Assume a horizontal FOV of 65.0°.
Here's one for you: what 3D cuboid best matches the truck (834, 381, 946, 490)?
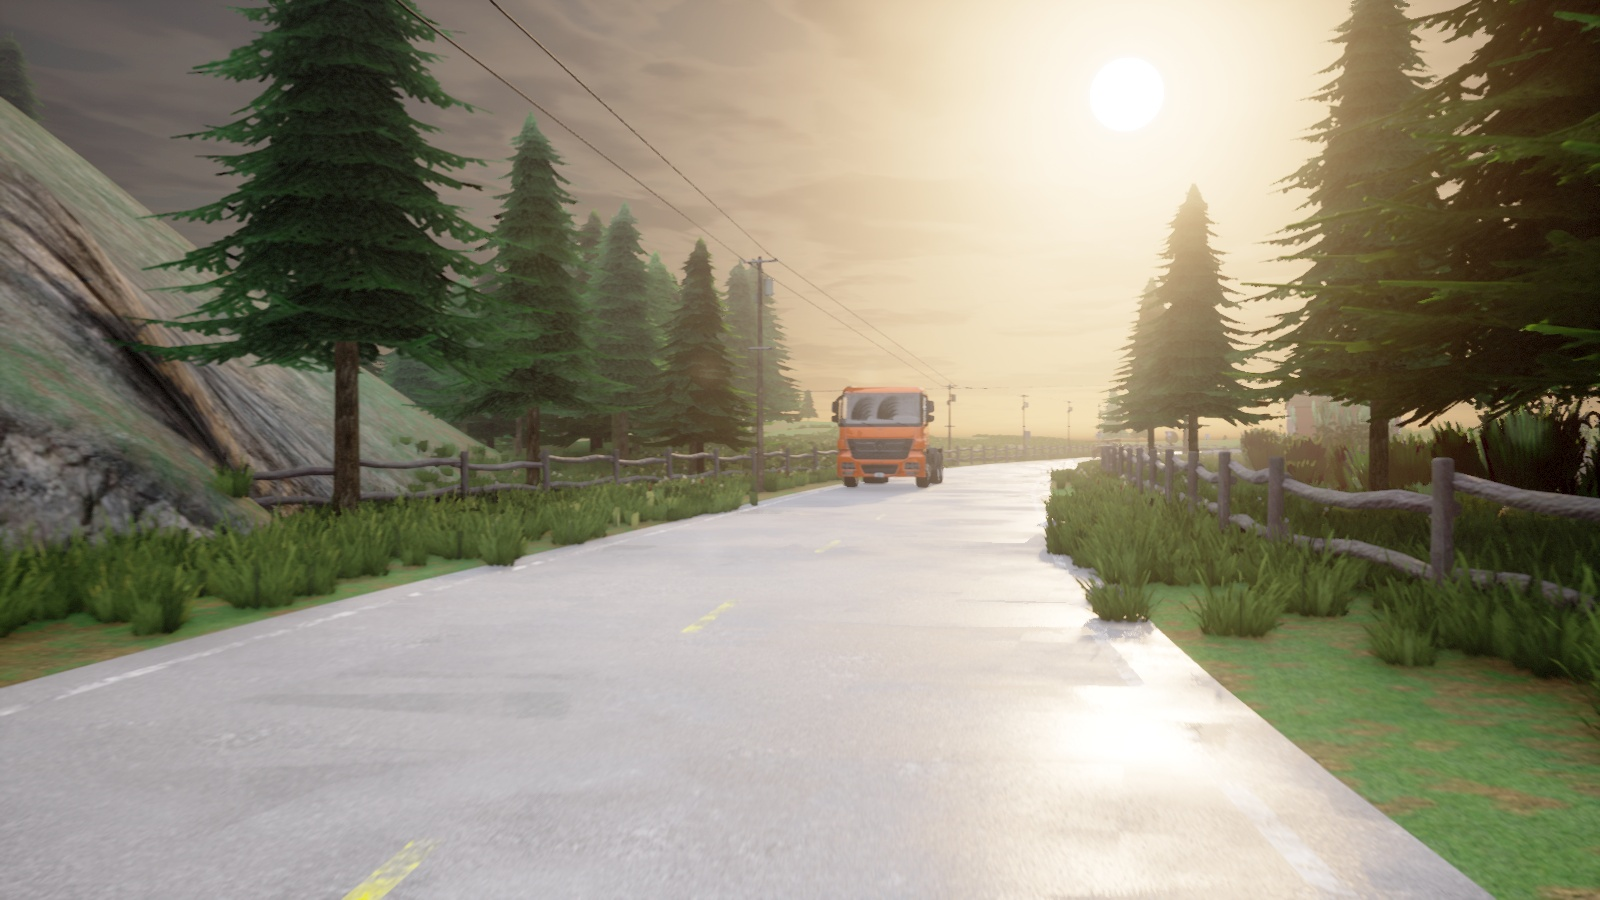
[{"bbox_3d":[3.310,-0.479,43.931,2.891,3.462,7.936,0,0,12],"label":"truck"}]
